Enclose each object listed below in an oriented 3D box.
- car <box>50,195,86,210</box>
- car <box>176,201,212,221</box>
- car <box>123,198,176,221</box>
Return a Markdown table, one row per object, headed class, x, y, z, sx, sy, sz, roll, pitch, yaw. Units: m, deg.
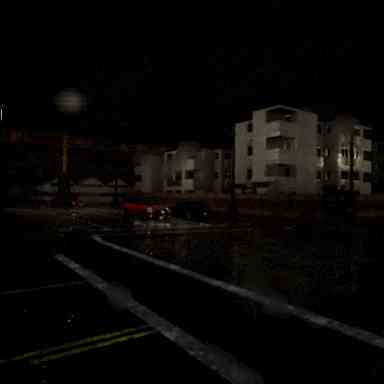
| class | x | y | z | sx | sy | sz | roll | pitch | yaw |
| --- | --- | --- | --- | --- | --- | --- | --- | --- | --- |
| car | -13.577 | 1.079 | 36.325 | 4.674 | 1.442 | 1.812 | 2 | 0 | 35 |
| car | -0.351 | 1.489 | 27.637 | 1.882 | 1.535 | 5.008 | 1 | 0 | -34 |
| car | -3.610 | 1.277 | 26.327 | 2.097 | 1.767 | 4.553 | 1 | 0 | -38 |
